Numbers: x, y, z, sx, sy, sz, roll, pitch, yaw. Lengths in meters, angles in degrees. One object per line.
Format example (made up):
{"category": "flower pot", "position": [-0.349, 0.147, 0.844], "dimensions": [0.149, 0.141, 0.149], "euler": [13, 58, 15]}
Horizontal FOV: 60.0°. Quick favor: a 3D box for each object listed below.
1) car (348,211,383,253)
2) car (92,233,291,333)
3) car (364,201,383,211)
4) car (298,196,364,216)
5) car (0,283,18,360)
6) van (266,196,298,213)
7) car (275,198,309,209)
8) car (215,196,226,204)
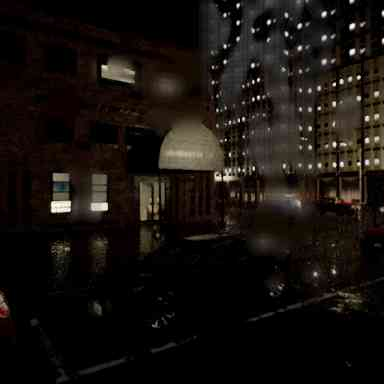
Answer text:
{"category": "car", "position": [8.052, 1.542, 12.457], "dimensions": [4.507, 1.381, 1.887], "euler": [0, 0, -35]}
{"category": "car", "position": [0.210, 1.565, 6.785], "dimensions": [4.313, 1.339, 1.947], "euler": [0, 0, -35]}
{"category": "car", "position": [20.006, 1.496, 36.561], "dimensions": [2.008, 1.369, 4.403], "euler": [0, 0, -35]}
{"category": "car", "position": [13.129, 1.306, 31.769], "dimensions": [2.192, 1.841, 5.009], "euler": [0, 0, -35]}
{"category": "car", "position": [-4.254, 1.440, 3.534], "dimensions": [4.097, 1.590, 1.967], "euler": [0, 0, -35]}
{"category": "van", "position": [9.961, 1.324, 36.315], "dimensions": [1.690, 1.788, 3.998], "euler": [0, 0, -35]}
{"category": "car", "position": [13.671, 1.512, 45.653], "dimensions": [1.802, 1.307, 4.206], "euler": [0, 0, -35]}
{"category": "car", "position": [4.071, 1.435, 59.431], "dimensions": [1.752, 1.417, 4.829], "euler": [0, 0, -35]}
